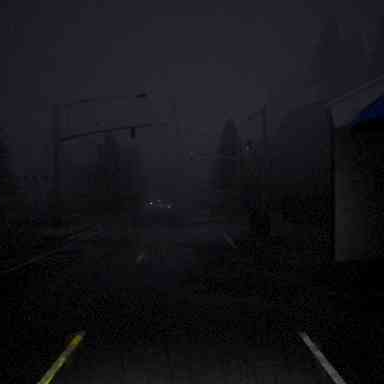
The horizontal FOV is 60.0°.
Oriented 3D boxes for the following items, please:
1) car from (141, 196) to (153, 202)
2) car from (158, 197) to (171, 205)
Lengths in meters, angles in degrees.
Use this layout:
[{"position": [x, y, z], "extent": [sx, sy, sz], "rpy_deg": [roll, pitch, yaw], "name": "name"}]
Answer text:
[{"position": [-10.352, 1.552, 74.362], "extent": [2.128, 1.511, 4.902], "rpy_deg": [0, 0, -27], "name": "car"}, {"position": [-4.957, 1.577, 59.379], "extent": [2.033, 1.411, 5.357], "rpy_deg": [0, 0, -11], "name": "car"}]
